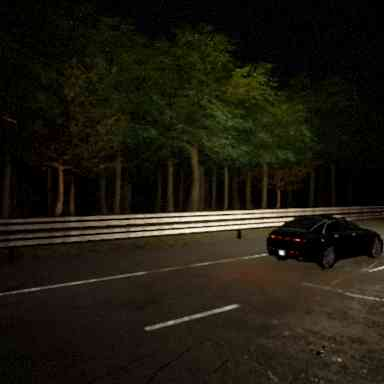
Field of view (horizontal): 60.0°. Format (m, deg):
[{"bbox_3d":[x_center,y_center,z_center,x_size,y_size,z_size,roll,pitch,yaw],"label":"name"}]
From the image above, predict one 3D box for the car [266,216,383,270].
[{"bbox_3d":[4.655,1.578,11.377,4.892,1.490,1.837,0,0,-36],"label":"car"}]
